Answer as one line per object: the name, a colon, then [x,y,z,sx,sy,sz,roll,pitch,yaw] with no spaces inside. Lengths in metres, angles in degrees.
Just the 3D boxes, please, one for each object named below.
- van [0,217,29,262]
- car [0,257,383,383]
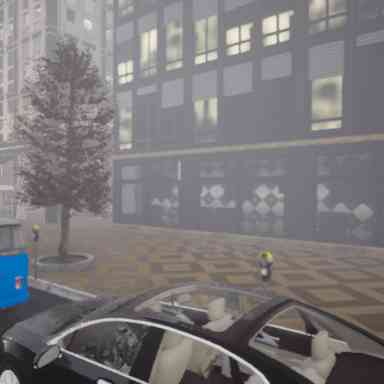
van: [-4.744,1.288,6.259,3.998,1.788,1.690,1,0,36]
car: [-0.107,1.539,2.951,4.403,1.369,2.008,1,0,36]
